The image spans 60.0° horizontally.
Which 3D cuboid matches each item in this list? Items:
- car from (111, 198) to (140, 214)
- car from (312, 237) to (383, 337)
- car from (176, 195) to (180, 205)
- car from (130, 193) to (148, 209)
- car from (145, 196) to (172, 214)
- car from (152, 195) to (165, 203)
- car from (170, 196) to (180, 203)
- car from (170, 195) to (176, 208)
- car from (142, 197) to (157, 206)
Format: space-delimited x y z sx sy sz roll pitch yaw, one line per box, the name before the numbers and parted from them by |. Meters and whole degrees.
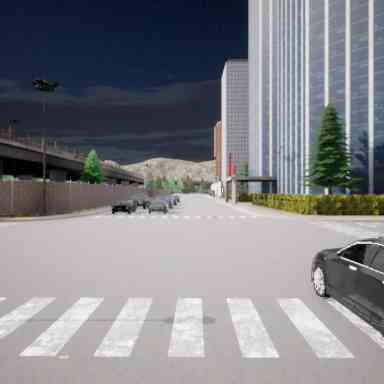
car | -7.072 1.593 35.000 1.895 1.301 4.718 0 0 1
car | 3.601 1.506 5.581 1.837 1.490 4.892 0 1 0
car | -3.486 1.466 54.643 1.882 1.535 5.008 0 0 0
car | -7.028 1.212 44.755 2.150 2.045 5.566 0 0 1
car | -3.537 1.497 35.688 1.837 1.490 4.892 0 0 0
car | -6.900 1.477 68.237 2.128 1.511 4.902 0 0 0
car | -3.402 1.491 68.649 1.837 1.490 4.892 0 0 0
car | -3.522 1.495 44.917 1.837 1.490 4.892 0 0 0
car | -6.979 1.552 54.779 1.994 1.385 4.181 0 0 1
